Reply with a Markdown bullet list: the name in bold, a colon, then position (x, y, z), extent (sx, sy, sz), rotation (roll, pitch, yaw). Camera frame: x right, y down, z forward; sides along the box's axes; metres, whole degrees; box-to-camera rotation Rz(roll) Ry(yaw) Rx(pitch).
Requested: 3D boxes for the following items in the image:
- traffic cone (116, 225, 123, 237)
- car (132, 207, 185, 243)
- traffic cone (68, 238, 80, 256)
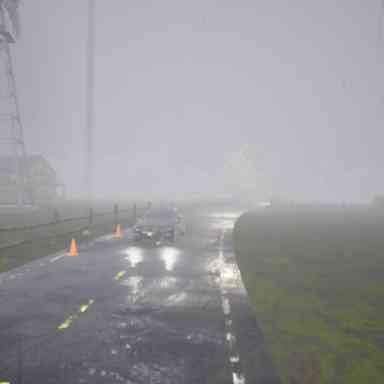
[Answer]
- **traffic cone**: position (-3.721, 1.946, 16.882), extent (0.340, 0.580, 0.340), rotation (0, 0, 7)
- **car**: position (-1.450, 1.504, 16.115), extent (1.837, 1.490, 4.892), rotation (0, 0, 7)
- **traffic cone**: position (-4.217, 1.938, 11.827), extent (0.340, 0.580, 0.340), rotation (0, 0, 5)
